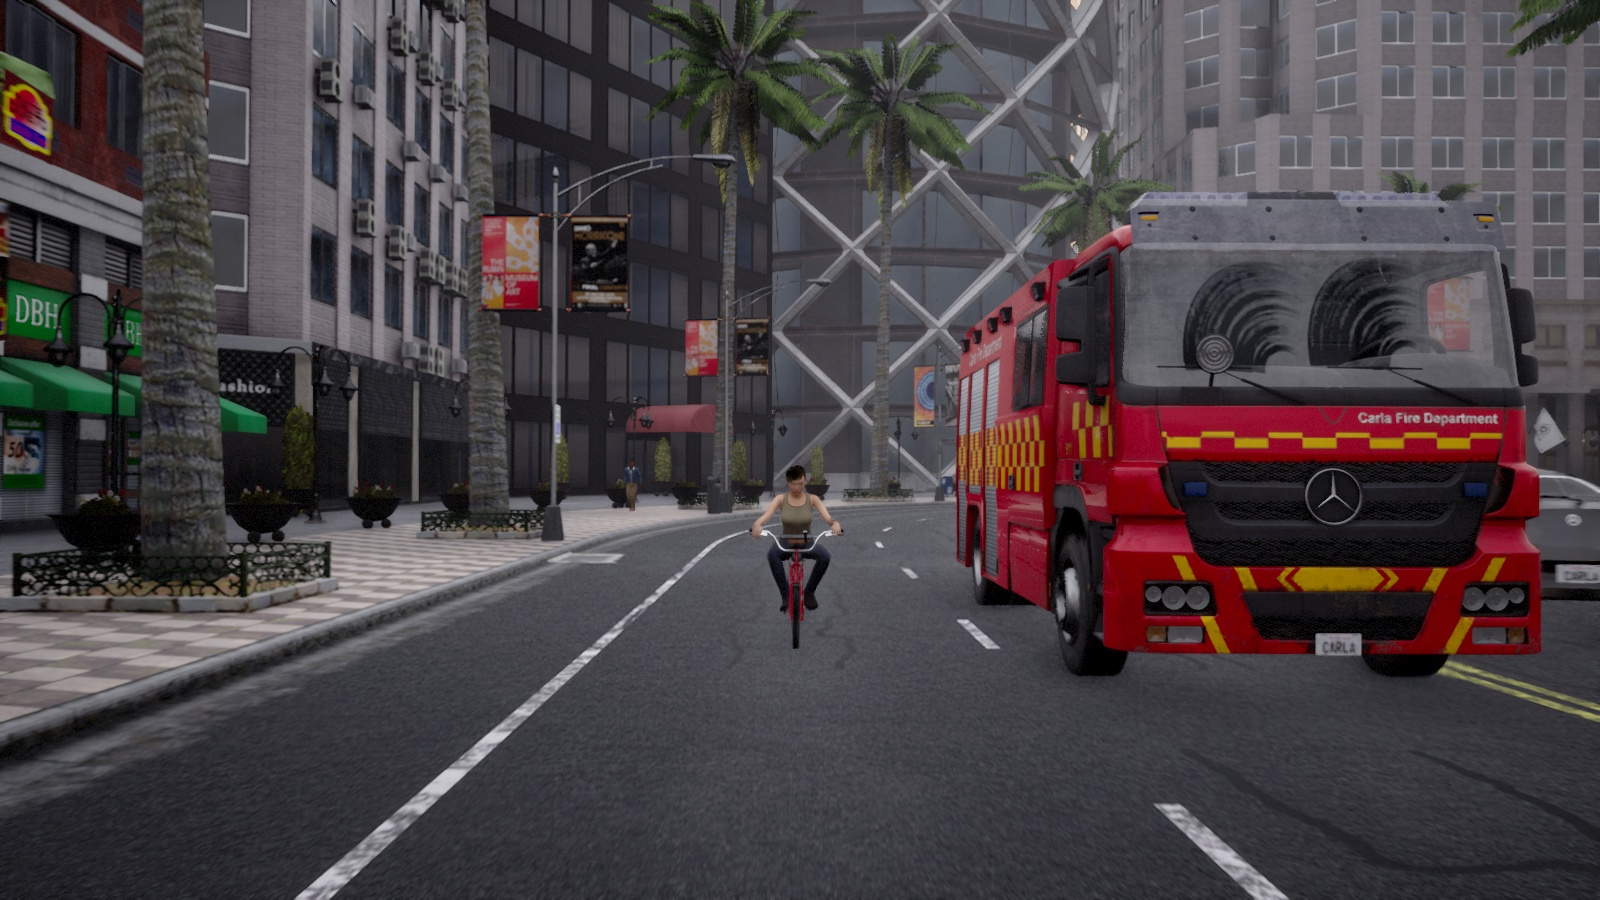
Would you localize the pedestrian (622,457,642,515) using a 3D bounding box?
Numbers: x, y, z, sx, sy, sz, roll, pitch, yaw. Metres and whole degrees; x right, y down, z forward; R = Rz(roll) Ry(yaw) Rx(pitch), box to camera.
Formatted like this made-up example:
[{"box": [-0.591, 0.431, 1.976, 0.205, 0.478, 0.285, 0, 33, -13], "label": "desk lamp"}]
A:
[{"box": [-5.687, 1.206, 42.521, 0.423, 1.949, 0.788, 0, -1, 10], "label": "pedestrian"}]

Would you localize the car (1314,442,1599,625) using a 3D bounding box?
[{"box": [7.438, 0.796, 13.898, 2.152, 1.651, 5.027, 0, -1, 9], "label": "car"}]

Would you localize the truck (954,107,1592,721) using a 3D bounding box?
[{"box": [3.465, -0.162, 12.074, 2.891, 3.827, 8.468, 0, -1, 0], "label": "truck"}]

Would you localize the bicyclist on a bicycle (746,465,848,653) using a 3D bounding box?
[{"box": [-0.024, 0.944, 11.530, 0.866, 1.612, 1.509, 0, -1, 0], "label": "bicyclist on a bicycle"}]
